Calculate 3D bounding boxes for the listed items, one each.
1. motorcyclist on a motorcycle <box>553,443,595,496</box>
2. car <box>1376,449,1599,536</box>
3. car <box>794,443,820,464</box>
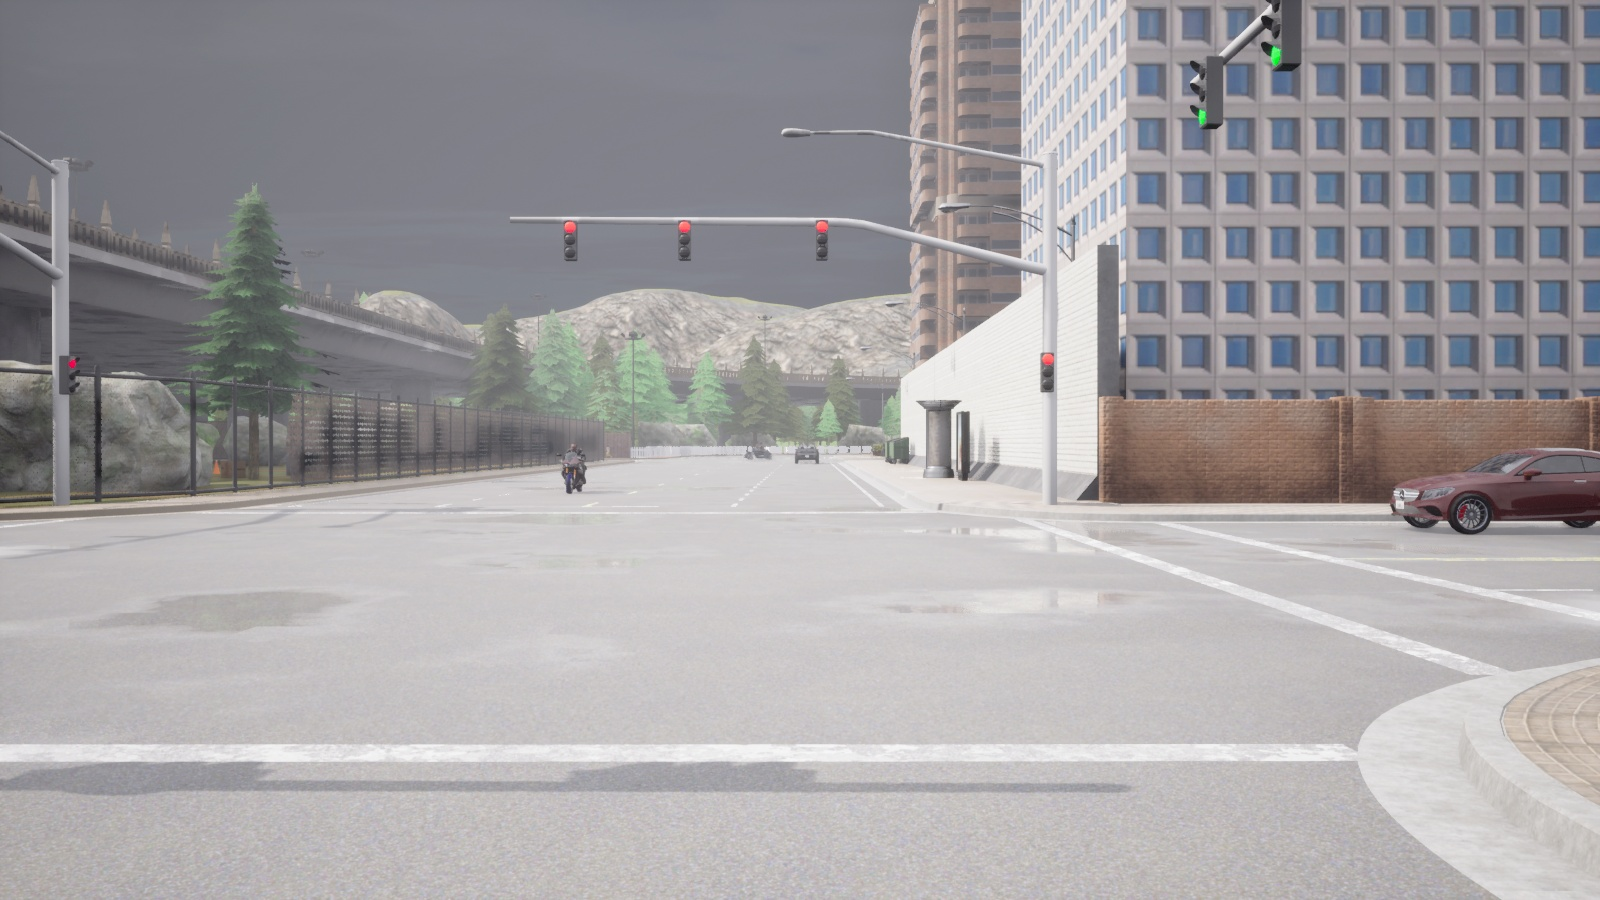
[{"bbox_3d":[-6.779,0.563,37.779,0.866,1.530,2.191,0,0,0],"label":"motorcyclist on a motorcycle"},{"bbox_3d":[12.785,0.714,21.879,4.674,1.442,1.812,0,0,0],"label":"car"},{"bbox_3d":[0.512,0.246,91.153,1.816,1.474,4.193,0,0,0],"label":"car"}]
